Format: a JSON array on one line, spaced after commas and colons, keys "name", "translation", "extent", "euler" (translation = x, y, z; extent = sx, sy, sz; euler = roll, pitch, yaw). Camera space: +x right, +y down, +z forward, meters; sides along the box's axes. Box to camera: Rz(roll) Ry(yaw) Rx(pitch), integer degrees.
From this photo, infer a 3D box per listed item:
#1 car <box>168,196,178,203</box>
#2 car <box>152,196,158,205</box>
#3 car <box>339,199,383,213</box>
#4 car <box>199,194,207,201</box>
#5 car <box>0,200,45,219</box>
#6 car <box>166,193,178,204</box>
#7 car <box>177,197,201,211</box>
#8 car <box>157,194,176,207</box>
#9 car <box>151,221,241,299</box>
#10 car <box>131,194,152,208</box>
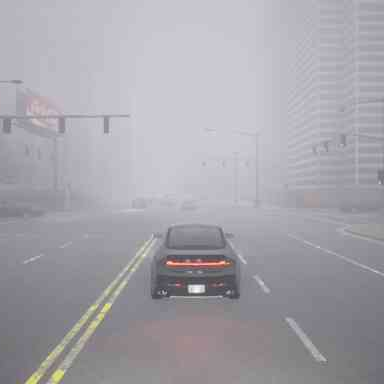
[{"name": "car", "translation": [-3.983, 1.595, 71.324], "extent": [1.895, 1.301, 4.718], "euler": [0, 0, 0]}, {"name": "car", "translation": [-7.466, 1.601, 56.985], "extent": [1.895, 1.301, 4.718], "euler": [0, 0, 0]}, {"name": "car", "translation": [18.438, 1.478, 35.660], "extent": [5.008, 1.535, 1.882], "euler": [0, 0, -1]}, {"name": "car", "translation": [2.897, 1.355, 88.700], "extent": [2.097, 1.767, 4.553], "euler": [0, 0, 0]}, {"name": "car", "translation": [-15.076, 1.477, 28.052], "extent": [5.008, 1.535, 1.882], "euler": [0, 0, -1]}, {"name": "car", "translation": [-3.977, 1.221, 61.278], "extent": [2.150, 2.045, 5.566], "euler": [0, 0, 0]}, {"name": "car", "translation": [-0.252, 1.601, 41.620], "extent": [1.895, 1.301, 4.718], "euler": [0, 0, 6]}, {"name": "car", "translation": [-3.927, 1.526, 51.699], "extent": [1.812, 1.442, 4.674], "euler": [0, 0, 0]}, {"name": "car", "translation": [0.054, 1.505, 8.443], "extent": [1.837, 1.490, 4.892], "euler": [0, 0, -1]}, {"name": "car", "translation": [-7.424, 1.491, 47.721], "extent": [2.128, 1.511, 4.902], "euler": [0, 0, 0]}]
